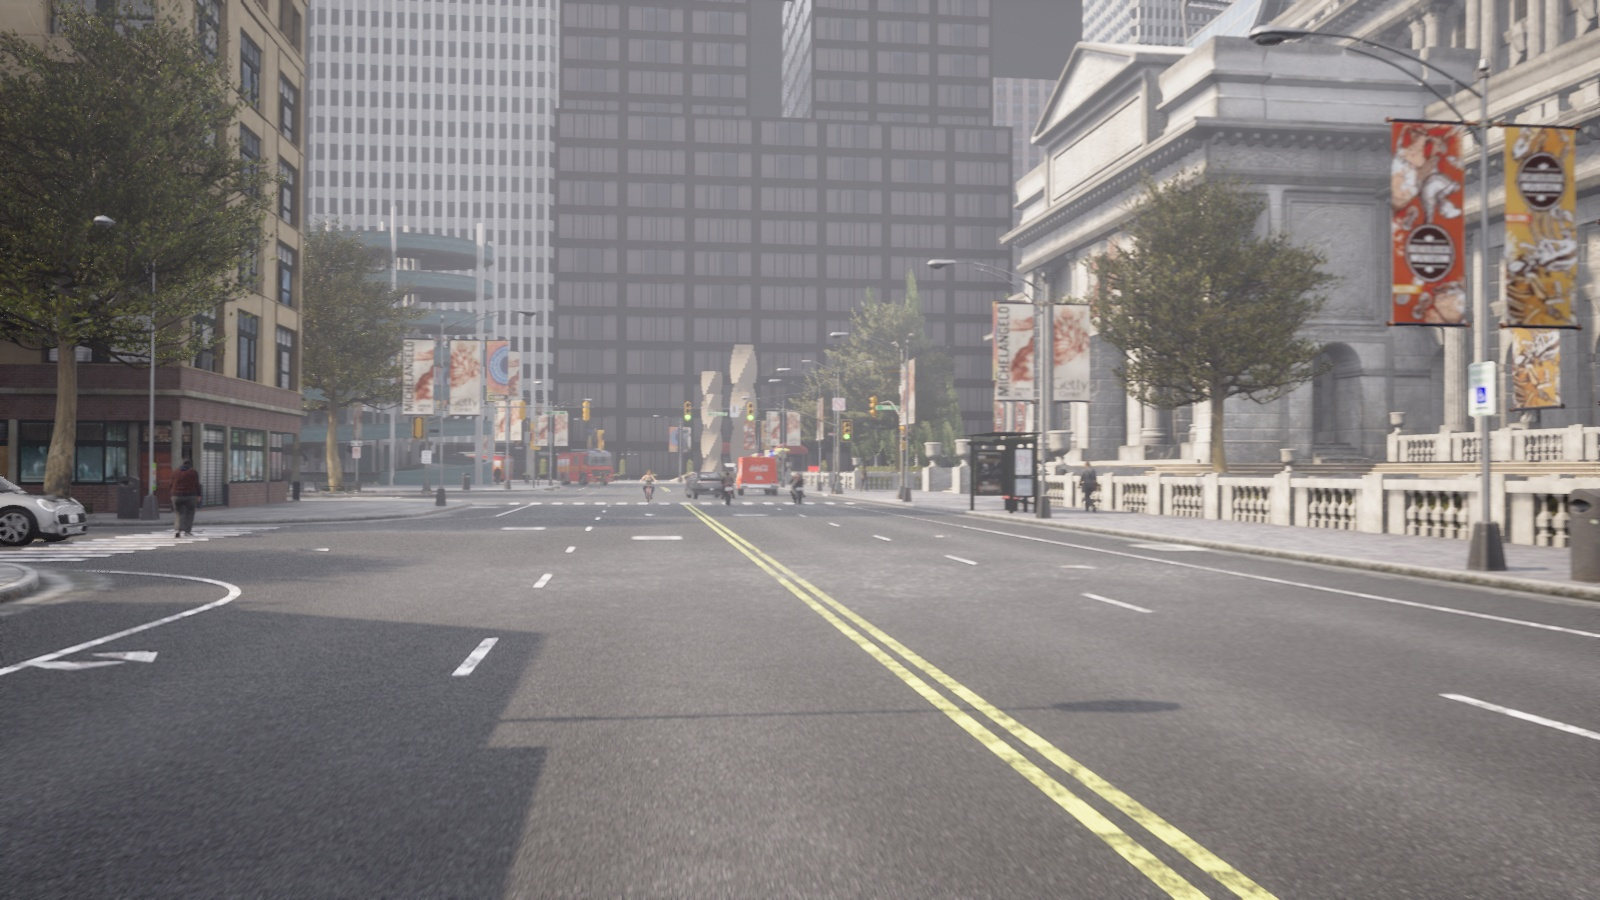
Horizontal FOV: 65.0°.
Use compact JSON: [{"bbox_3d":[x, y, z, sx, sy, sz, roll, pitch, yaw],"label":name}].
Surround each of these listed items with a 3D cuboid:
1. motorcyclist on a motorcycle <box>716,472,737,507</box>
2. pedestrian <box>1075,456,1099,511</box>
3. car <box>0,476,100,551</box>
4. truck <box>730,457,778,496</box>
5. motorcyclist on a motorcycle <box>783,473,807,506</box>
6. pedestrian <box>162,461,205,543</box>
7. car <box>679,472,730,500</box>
[{"bbox_3d":[-3.326,1.757,56.394,0.797,1.523,2.044,0,-1,-7],"label":"motorcyclist on a motorcycle"},{"bbox_3d":[9.825,1.144,43.024,0.540,1.848,0.694,0,-1,-15],"label":"pedestrian"},{"bbox_3d":[-16.831,1.295,25.807,3.806,1.475,1.970,0,-1,-7],"label":"car"},{"bbox_3d":[-3.008,1.704,81.291,2.627,2.467,5.204,0,-1,-7],"label":"truck"},{"bbox_3d":[-0.228,1.851,59.738,0.866,1.530,2.191,0,-1,-7],"label":"motorcyclist on a motorcycle"},{"bbox_3d":[-14.150,1.173,28.826,0.634,1.844,0.899,0,-1,-9],"label":"pedestrian"},{"bbox_3d":[-5.388,1.976,70.359,2.128,1.511,4.902,0,-1,-13],"label":"car"}]
